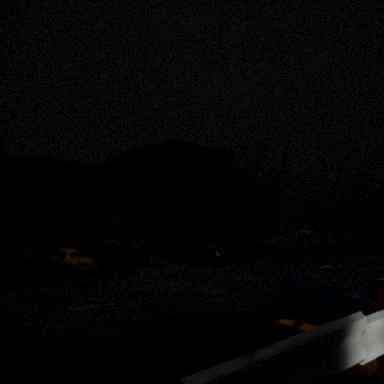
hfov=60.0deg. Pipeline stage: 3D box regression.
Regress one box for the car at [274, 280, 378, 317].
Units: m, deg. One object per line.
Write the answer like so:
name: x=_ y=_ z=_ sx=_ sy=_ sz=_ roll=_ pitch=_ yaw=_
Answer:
car: x=5.650 y=4.668 z=12.026 sx=5.566 sy=2.045 sz=2.435 roll=3 pitch=-2 yaw=34

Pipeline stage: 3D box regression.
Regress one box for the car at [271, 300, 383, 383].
car: x=3.006 y=4.693 z=10.376 sx=5.366 sy=1.575 sz=1.946 roll=3 pitch=-2 yaw=34

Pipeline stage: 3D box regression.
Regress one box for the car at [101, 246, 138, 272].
car: x=-6.104 y=4.783 z=24.453 sx=4.792 sy=1.488 sz=2.163 roll=1 pitch=-4 yaw=34

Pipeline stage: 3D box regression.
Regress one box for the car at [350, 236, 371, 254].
car: x=20.214 y=6.798 z=43.439 sx=5.566 sy=2.045 sz=2.435 roll=1 pitch=-3 yaw=34

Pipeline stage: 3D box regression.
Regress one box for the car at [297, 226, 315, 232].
car: x=21.900 y=7.738 z=63.937 sx=2.435 sy=2.045 sz=5.566 roll=2 pitch=-2 yaw=36

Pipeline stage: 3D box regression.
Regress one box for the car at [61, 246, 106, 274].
car: x=-8.682 y=4.537 z=22.837 sx=5.366 sy=1.575 sz=1.946 roll=1 pitch=-3 yaw=34

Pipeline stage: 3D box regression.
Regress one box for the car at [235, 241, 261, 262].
car: x=3.461 y=5.591 z=31.361 sx=4.892 sy=1.521 sz=2.231 roll=1 pitch=-3 yaw=34

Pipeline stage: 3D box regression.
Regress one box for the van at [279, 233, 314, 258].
van: x=10.556 y=5.989 z=36.601 sx=4.442 sy=1.987 sz=1.878 roll=1 pitch=-3 yaw=34

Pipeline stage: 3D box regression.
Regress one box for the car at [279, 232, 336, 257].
car: x=13.078 y=6.175 z=38.253 sx=5.566 sy=2.045 sz=2.435 roll=1 pitch=-4 yaw=34

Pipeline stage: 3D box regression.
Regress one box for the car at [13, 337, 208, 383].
car: x=-1.735 y=4.277 z=6.769 sx=4.892 sy=1.521 sz=2.231 roll=3 pitch=-2 yaw=34

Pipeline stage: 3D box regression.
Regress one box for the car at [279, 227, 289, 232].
car: x=18.611 y=8.008 z=69.068 sx=1.946 sy=1.575 sz=5.366 roll=1 pitch=-3 yaw=36

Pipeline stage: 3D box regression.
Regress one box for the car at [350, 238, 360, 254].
car: x=17.860 y=6.872 z=41.695 sx=4.792 sy=1.488 sz=2.163 roll=1 pitch=-4 yaw=34

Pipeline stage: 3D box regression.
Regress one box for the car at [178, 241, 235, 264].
car: x=1.041 y=5.255 z=29.658 sx=4.553 sy=1.767 sz=2.185 roll=1 pitch=-4 yaw=34

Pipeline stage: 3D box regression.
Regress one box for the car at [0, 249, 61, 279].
car: x=-10.919 y=4.334 z=21.020 sx=5.008 sy=1.535 sz=2.097 roll=1 pitch=-3 yaw=34

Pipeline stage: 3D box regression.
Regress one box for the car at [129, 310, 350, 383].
car: x=0.706 y=4.238 z=8.543 sx=5.566 sy=2.045 sz=2.435 roll=3 pitch=-2 yaw=34

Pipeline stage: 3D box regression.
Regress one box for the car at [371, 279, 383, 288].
car: x=10.489 y=5.219 z=15.577 sx=4.553 sy=1.767 sz=2.185 roll=3 pitch=-2 yaw=34

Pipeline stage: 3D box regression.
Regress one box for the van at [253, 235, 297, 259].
van: x=8.160 y=5.781 z=34.878 sx=4.442 sy=1.987 sz=1.878 roll=1 pitch=-3 yaw=34

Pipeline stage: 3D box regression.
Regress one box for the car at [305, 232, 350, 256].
car: x=15.476 y=6.383 z=39.975 sx=5.566 sy=2.045 sz=2.435 roll=1 pitch=-4 yaw=34
